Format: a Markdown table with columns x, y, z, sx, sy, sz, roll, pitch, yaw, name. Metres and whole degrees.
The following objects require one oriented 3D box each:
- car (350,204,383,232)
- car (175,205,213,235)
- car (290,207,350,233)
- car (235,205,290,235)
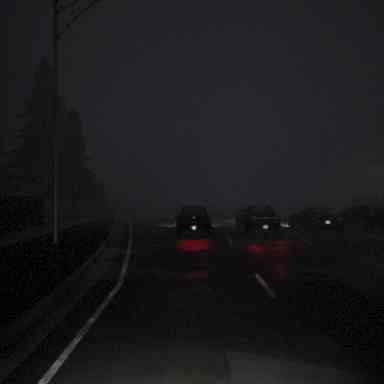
| x | y | z | sx | sy | sz | roll | pitch | yaw | name |
| --- | --- | --- | --- | --- | --- | --- | --- | --- | --- |
| 10.599 | 1.464 | 20.265 | 1.882 | 1.535 | 5.008 | 0 | 0 | 0 | car |
| 0.100 | 1.492 | 18.784 | 1.837 | 1.490 | 4.892 | 0 | 0 | 0 | car |
| 7.099 | 1.551 | 19.377 | 1.994 | 1.385 | 4.181 | 0 | 0 | 0 | car |
| 3.598 | 1.479 | 18.672 | 2.128 | 1.511 | 4.902 | 0 | 0 | 0 | car |
